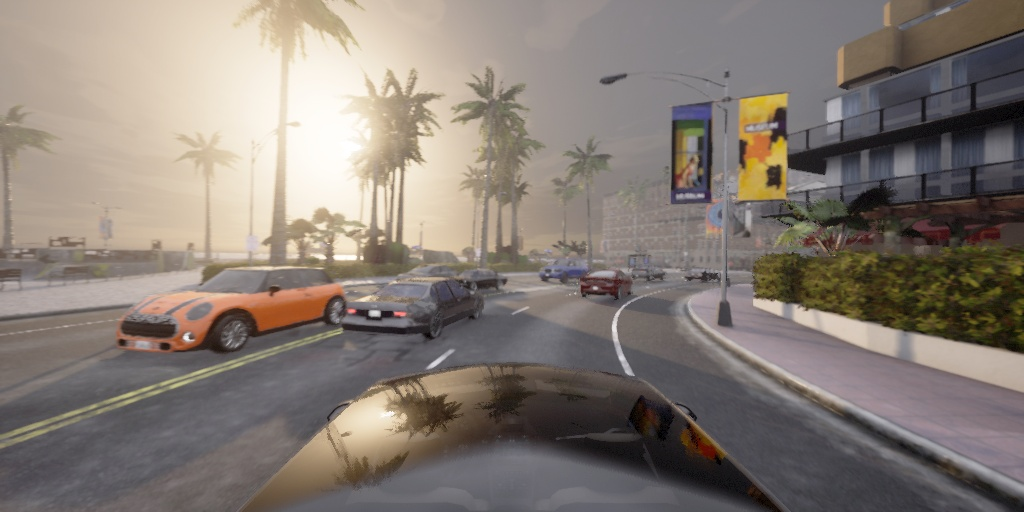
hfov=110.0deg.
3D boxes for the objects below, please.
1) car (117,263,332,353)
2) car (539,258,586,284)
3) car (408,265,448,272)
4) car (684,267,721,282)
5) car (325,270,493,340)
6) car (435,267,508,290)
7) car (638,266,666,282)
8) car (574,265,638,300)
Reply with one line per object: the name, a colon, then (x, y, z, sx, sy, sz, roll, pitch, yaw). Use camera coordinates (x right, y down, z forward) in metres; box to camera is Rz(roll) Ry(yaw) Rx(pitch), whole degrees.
car: (-6.210, 1.032, 8.675, 2.097, 1.767, 4.553, 1, 0, 12)
car: (4.589, 1.228, 31.104, 2.150, 2.045, 5.566, 1, -1, 39)
car: (-5.254, 1.310, 22.746, 1.837, 1.490, 4.892, 1, -1, 28)
car: (19.087, 1.841, 35.643, 5.357, 1.411, 2.033, 1, 0, -40)
car: (-2.361, 1.305, 10.131, 2.033, 1.411, 5.357, 1, 0, 14)
car: (-2.140, 1.436, 21.156, 1.895, 1.301, 4.718, 1, 0, 28)
car: (13.382, 1.680, 35.065, 4.902, 1.511, 2.128, 1, -1, -44)
car: (5.206, 1.426, 19.351, 1.882, 1.535, 5.008, 1, -1, 29)
